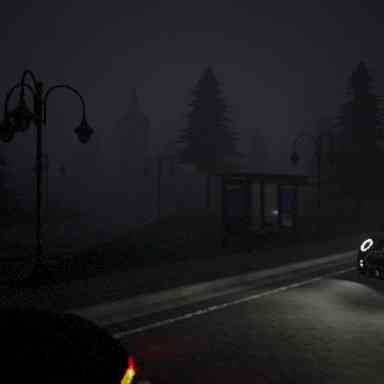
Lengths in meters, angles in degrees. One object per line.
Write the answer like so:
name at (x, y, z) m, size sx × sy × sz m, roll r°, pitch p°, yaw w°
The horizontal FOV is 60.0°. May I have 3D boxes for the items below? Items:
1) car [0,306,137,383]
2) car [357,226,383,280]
car at (-2.379, 1.565, 2.017) m, size 4.181 × 1.385 × 1.994 m, roll 0°, pitch 0°, yaw -41°
car at (6.391, 1.354, 8.948) m, size 4.553 × 1.767 × 2.097 m, roll 0°, pitch 0°, yaw -38°
